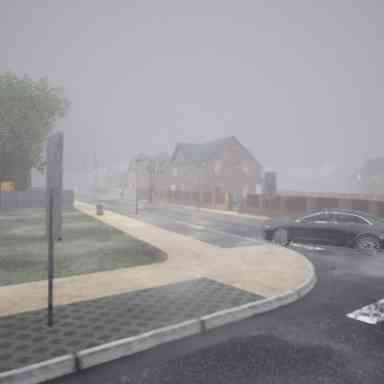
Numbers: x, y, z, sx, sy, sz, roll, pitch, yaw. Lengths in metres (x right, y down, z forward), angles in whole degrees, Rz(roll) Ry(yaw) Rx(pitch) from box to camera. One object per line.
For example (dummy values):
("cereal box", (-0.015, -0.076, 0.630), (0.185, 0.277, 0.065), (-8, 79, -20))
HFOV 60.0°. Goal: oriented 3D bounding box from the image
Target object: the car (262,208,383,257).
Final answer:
("car", (5.124, 1.368, 12.515), (4.902, 1.511, 2.128), (2, 3, 30))
